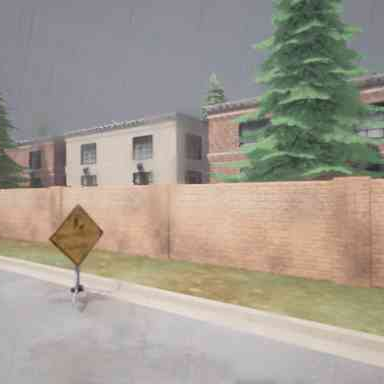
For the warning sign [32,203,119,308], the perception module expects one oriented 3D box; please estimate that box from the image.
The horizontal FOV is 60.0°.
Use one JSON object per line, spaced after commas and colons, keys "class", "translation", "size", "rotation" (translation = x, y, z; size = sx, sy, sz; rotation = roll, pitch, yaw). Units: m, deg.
{"class": "warning sign", "translation": [-2.364, 1.169, 6.845], "size": [1.060, 1.860, 1.300], "rotation": [-1, 0, 35]}
